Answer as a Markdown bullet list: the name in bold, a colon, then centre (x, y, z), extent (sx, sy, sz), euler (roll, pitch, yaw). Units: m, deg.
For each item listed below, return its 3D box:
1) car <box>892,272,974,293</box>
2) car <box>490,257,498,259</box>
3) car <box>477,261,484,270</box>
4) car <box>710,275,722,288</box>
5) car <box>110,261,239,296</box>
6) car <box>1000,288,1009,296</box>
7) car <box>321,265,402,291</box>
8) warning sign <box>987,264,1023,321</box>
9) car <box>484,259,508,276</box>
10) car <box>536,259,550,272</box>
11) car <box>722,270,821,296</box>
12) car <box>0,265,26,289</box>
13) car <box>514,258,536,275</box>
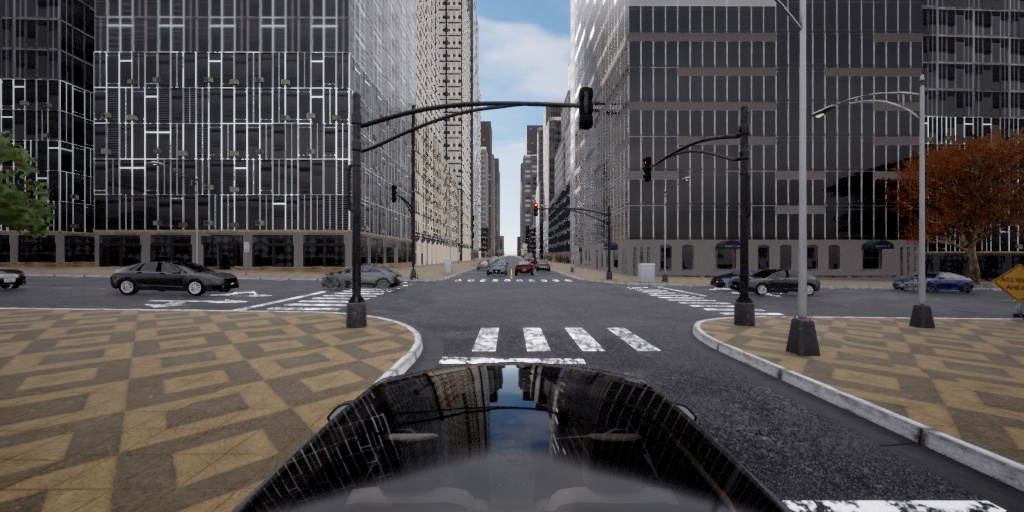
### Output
- **car**: centre (29.960, 1.838, 25.507), extent (4.674, 1.442, 1.812), euler (1, 0, -3)
- **car**: centre (-1.560, 1.269, 46.617), extent (1.837, 1.490, 4.892), euler (0, 0, 0)
- **car**: centre (-4.053, 1.343, 51.484), extent (1.802, 1.307, 4.207), euler (0, 0, 0)
- **car**: centre (16.158, 1.629, 24.862), extent (4.181, 1.385, 1.994), euler (1, 0, -3)
- **car**: centre (-15.514, 0.995, 16.668), extent (4.892, 1.490, 1.837), euler (1, 0, -3)
- **car**: centre (33.853, 1.984, 22.435), extent (4.718, 1.301, 1.895), euler (1, 0, -3)
- **car**: centre (-8.479, 1.186, 20.456), extent (4.181, 1.385, 1.994), euler (1, 0, -3)
- **warning sign**: centre (17.269, 1.204, 12.200), extent (1.060, 1.860, 1.300), euler (0, 0, -3)
- **car**: centre (-1.516, 1.331, 37.060), extent (1.994, 1.385, 4.181), euler (0, 0, 0)
- **car**: centre (3.903, 1.329, 45.995), extent (1.948, 1.339, 4.313), euler (0, 0, 0)
- **car**: centre (15.785, 1.563, 21.602), extent (4.892, 1.490, 1.837), euler (1, 0, -4)
- **car**: centre (-25.297, 0.802, 16.213), extent (4.902, 1.511, 2.128), euler (1, 0, -3)
- **car**: centre (1.310, 1.244, 39.282), extent (1.882, 1.535, 5.008), euler (0, 0, 1)
